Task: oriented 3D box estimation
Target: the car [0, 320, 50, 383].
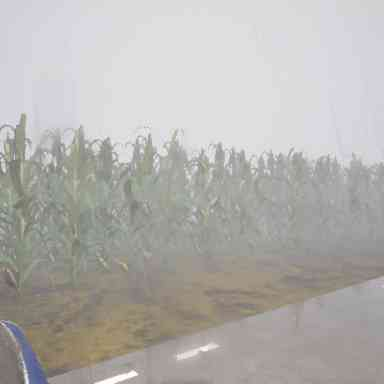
[{"bbox_3d":[-2.782,1.352,1.088,4.553,1.767,2.097,0,0,-35],"label":"car"}]
